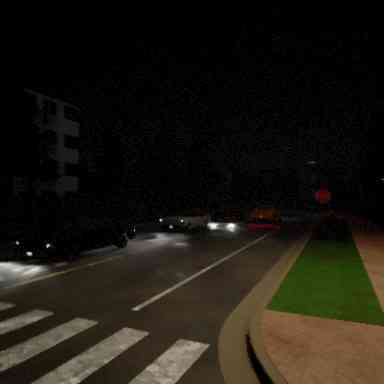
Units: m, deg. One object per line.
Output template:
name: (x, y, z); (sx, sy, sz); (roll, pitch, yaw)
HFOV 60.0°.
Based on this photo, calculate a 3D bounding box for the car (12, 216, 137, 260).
car: (-4.271, 1.667, 13.305); (2.033, 1.411, 5.357); (0, -1, 23)

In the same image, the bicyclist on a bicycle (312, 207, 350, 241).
bicyclist on a bicycle: (6.620, 1.524, 15.887); (1.656, 1.620, 0.582); (0, -1, 23)

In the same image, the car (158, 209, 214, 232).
car: (-0.405, 1.852, 22.239); (1.895, 1.301, 4.718); (0, -1, 23)

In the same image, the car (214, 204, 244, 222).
car: (3.498, 1.860, 31.125); (1.882, 1.535, 5.008); (0, -1, 24)

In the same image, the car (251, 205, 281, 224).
car: (6.556, 1.856, 29.111); (1.882, 1.535, 5.008); (0, -1, 23)
